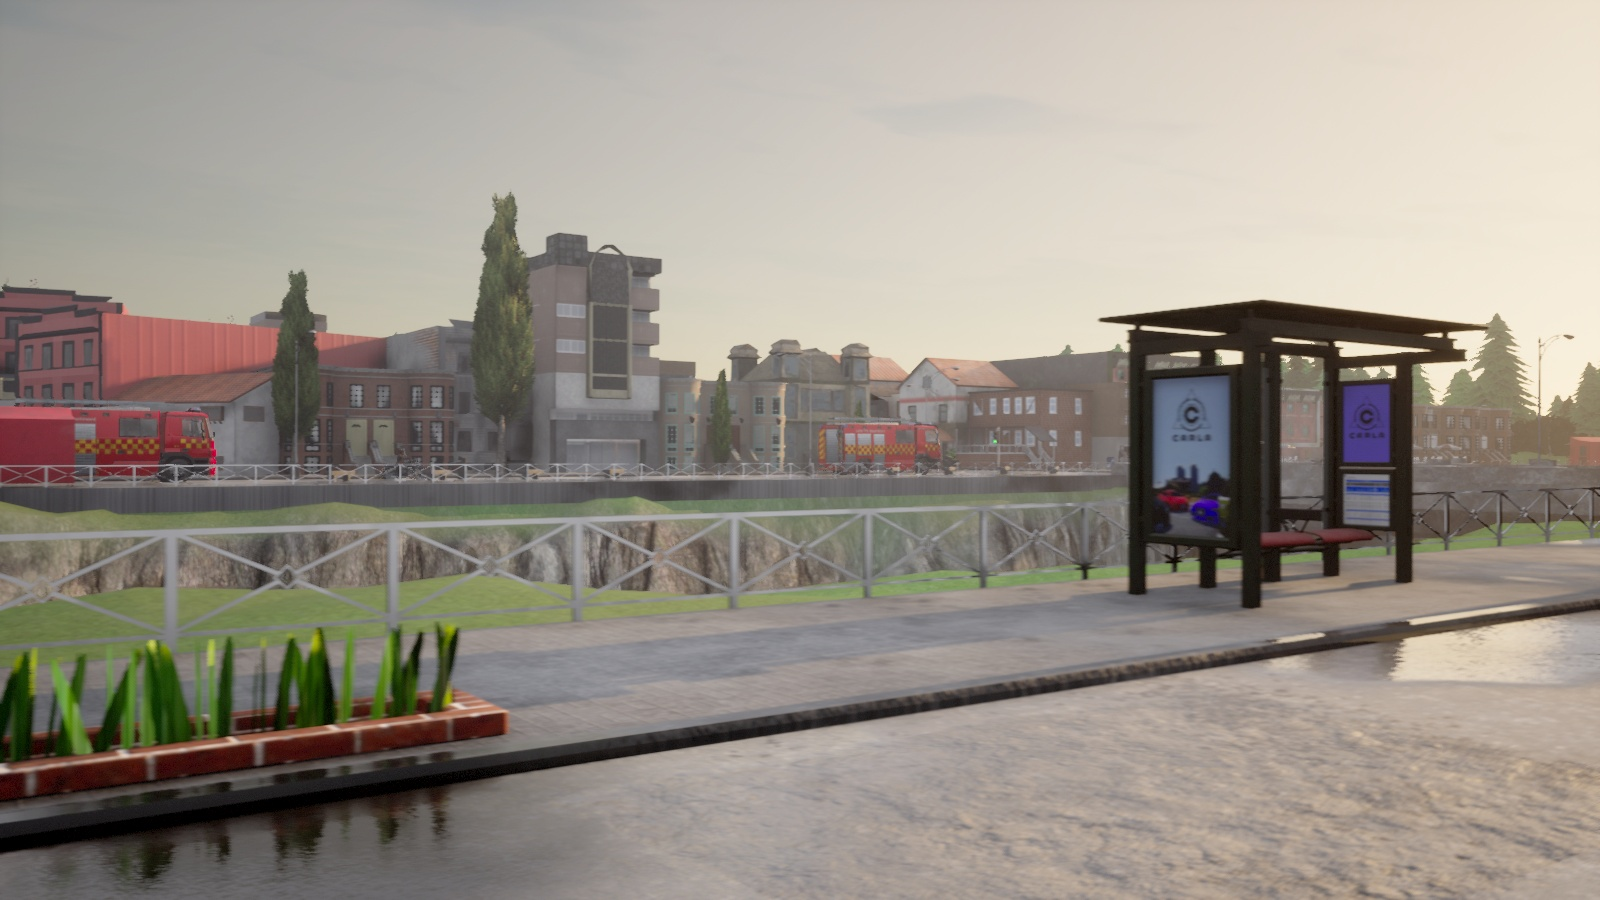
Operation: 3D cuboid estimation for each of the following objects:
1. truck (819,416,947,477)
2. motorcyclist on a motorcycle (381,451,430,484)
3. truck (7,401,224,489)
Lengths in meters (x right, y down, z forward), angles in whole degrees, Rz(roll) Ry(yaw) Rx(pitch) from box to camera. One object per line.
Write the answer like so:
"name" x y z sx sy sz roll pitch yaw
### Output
"truck" 5.576 -0.227 83.352 8.468 3.827 2.891 0 0 -35
"motorcyclist on a motorcycle" -20.477 0.898 65.202 2.350 1.649 0.766 0 0 -35
"truck" -31.314 -0.212 57.659 8.468 3.827 2.891 0 0 -35
